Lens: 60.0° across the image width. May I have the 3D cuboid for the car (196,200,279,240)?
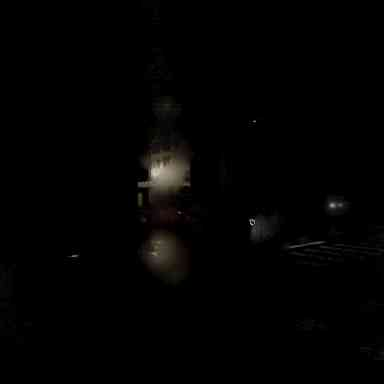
[{"bbox_3d":[2.568,1.517,18.369,2.097,1.767,4.553,0,0,-35],"label":"car"}]

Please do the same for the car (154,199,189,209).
[{"bbox_3d":[-2.596,1.630,25.648,2.097,1.767,4.553,0,0,-35],"label":"car"}]

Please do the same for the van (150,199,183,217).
[{"bbox_3d":[-2.807,1.688,36.025,1.690,1.788,3.998,-1,0,-35],"label":"van"}]

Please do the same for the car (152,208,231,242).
[{"bbox_3d":[-0.162,1.778,17.630,1.802,1.307,4.206,-1,0,-35],"label":"car"}]

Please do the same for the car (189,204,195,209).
[{"bbox_3d":[-2.003,1.863,30.307,1.994,1.385,4.181,0,0,-35],"label":"car"}]

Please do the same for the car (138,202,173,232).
[{"bbox_3d":[-3.360,1.705,22.113,1.967,1.590,4.097,-1,0,-35],"label":"car"}]
